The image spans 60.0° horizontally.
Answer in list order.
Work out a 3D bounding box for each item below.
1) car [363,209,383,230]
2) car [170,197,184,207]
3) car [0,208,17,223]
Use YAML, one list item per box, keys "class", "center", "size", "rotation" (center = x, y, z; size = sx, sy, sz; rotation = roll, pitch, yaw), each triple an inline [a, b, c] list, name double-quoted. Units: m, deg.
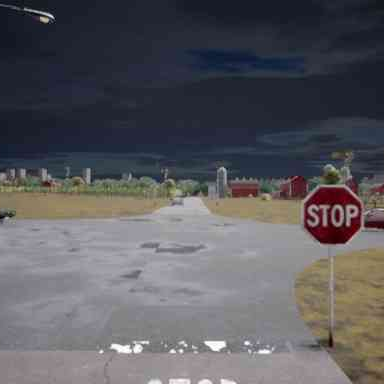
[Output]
- class: "car"
  center: [11.794, 1.827, 21.802]
  size: [4.674, 1.442, 1.812]
  rotation: [1, -1, 5]
- class: "car"
  center: [-2.348, 1.573, 53.805]
  size: [1.812, 1.442, 4.674]
  rotation: [0, 0, 1]
- class: "car"
  center: [-13.994, 1.342, 21.238]
  size: [4.718, 1.301, 1.895]
  rotation: [1, -1, -2]
